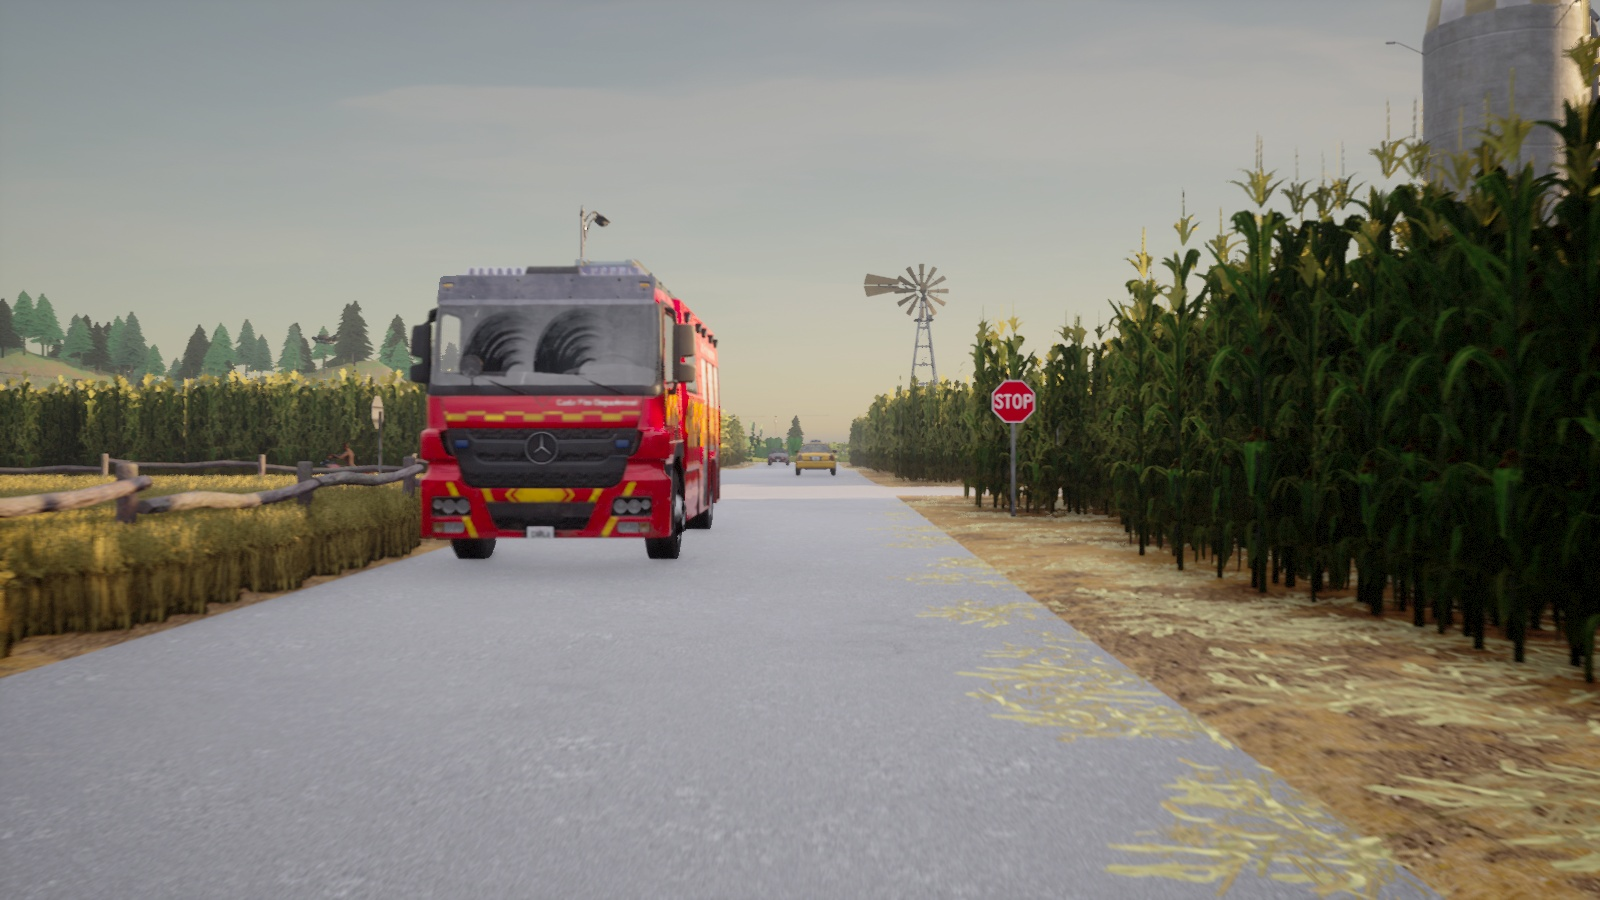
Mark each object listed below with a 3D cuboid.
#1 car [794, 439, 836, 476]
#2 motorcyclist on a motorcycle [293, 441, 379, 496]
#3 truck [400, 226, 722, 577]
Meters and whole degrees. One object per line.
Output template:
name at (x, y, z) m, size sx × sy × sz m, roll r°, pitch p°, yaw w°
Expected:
car at (0.690, 0.302, 56.651) m, size 1.801 × 1.575 × 5.366 m, roll 0°, pitch 1°, yaw 1°
motorcyclist on a motorcycle at (-14.283, 0.554, 38.658) m, size 2.350 × 1.649 × 0.766 m, roll -1°, pitch 0°, yaw 0°
truck at (-2.873, -0.569, 17.939) m, size 2.891 × 3.827 × 8.468 m, roll 0°, pitch 1°, yaw 1°
